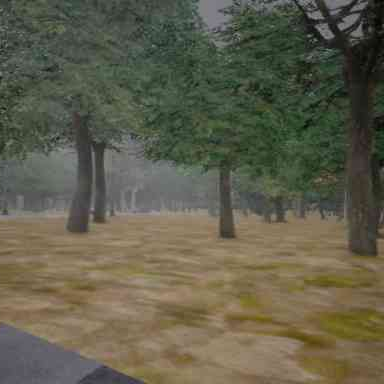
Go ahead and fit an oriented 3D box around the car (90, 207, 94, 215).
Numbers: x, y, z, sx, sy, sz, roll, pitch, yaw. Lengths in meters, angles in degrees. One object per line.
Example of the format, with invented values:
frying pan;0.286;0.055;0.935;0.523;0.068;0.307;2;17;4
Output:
car;-17.957;3.464;60.635;1.812;1.442;4.674;-1;-3;27

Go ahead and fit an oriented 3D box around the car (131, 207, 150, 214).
car;-11.338;4.093;73.743;2.033;1.411;5.357;-1;-4;27
